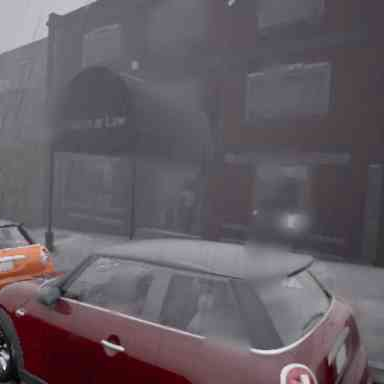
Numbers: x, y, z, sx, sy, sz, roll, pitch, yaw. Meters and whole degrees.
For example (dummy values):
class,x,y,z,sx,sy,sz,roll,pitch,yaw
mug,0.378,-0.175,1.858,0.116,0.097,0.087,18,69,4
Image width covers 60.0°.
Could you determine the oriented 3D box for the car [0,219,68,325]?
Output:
class,x,y,z,sx,sy,sz,roll,pitch,yaw
car,-5.029,1.335,7.121,4.553,1.767,2.185,0,0,36
